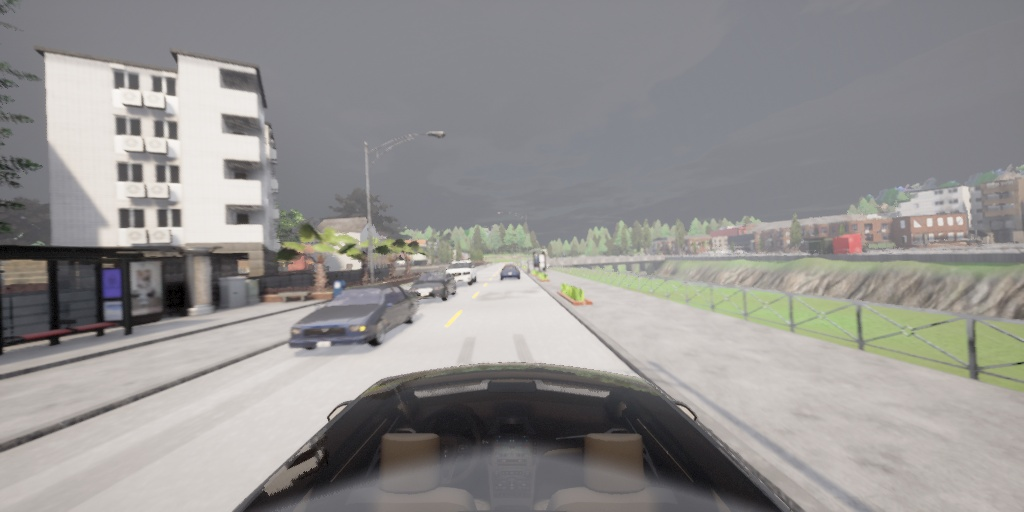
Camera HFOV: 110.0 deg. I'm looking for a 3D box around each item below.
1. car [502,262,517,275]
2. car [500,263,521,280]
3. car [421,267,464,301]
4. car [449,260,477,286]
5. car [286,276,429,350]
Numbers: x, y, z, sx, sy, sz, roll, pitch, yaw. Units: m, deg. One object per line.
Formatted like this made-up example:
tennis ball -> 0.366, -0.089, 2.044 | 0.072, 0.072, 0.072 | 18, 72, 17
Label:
car -> -0.285, 1.624, 48.213 | 1.882, 1.535, 5.008 | -3, 0, 0
car -> -0.172, 1.600, 35.520 | 1.994, 1.385, 4.181 | -3, 0, 0
car -> -4.222, 1.596, 19.776 | 2.128, 1.511, 4.902 | -3, 0, 0
car -> -4.276, 1.417, 30.503 | 2.150, 2.045, 5.566 | -3, 0, 0
car -> -4.163, 1.573, 10.520 | 2.033, 1.411, 5.357 | -3, 0, 0
